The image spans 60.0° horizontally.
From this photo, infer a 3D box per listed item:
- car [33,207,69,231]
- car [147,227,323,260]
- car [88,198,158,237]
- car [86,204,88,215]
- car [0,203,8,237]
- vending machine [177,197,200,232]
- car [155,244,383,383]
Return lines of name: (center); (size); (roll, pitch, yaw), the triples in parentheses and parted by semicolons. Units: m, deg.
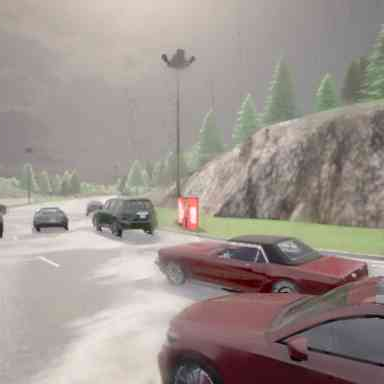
car: (-9.434, 1.718, 22.192); (1.994, 1.385, 4.181); (0, 0, -26)
car: (1.321, 1.657, 7.758); (4.718, 1.301, 1.895); (0, -1, 41)
car: (-3.974, 1.357, 19.227); (2.150, 2.045, 5.566); (0, 0, -33)
car: (-10.882, 1.765, 37.414); (1.837, 1.490, 4.892); (0, 0, -16)
car: (-11.451, 1.619, 18.473); (2.128, 1.511, 4.902); (0, 0, -29)
vending machine: (-0.233, 1.341, 20.501); (1.100, 2.100, 0.880); (0, 0, -34)
car: (1.810, 1.549, 3.004); (4.674, 1.442, 1.812); (0, 0, 36)
